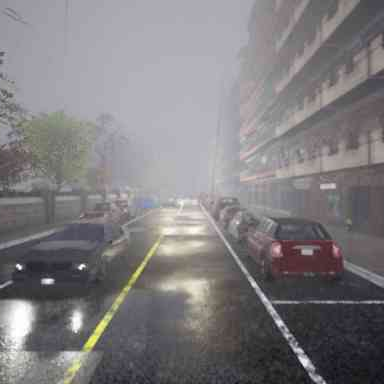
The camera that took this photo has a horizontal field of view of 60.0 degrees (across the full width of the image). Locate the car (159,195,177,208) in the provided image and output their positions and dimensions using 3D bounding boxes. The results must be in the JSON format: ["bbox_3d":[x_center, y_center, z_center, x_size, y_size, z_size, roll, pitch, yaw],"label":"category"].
[{"bbox_3d":[-3.077,1.502,46.262,2.033,1.411,5.357,0,0,0],"label":"car"}]

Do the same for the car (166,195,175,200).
[{"bbox_3d":[-5.674,1.530,88.539,1.947,1.339,4.313,0,0,0],"label":"car"}]

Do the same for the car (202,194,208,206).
[{"bbox_3d":[2.699,1.395,43.493,1.967,1.590,4.097,0,0,0],"label":"car"}]

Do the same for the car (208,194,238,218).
[{"bbox_3d":[2.697,1.281,26.603,2.192,1.841,5.009,0,0,0],"label":"car"}]

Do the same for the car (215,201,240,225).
[{"bbox_3d":[2.696,1.517,20.973,1.887,1.381,4.507,0,0,0],"label":"car"}]

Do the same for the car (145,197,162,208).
[{"bbox_3d":[-5.680,1.505,49.125,2.008,1.369,4.403,0,0,0],"label":"car"}]

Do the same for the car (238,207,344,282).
[{"bbox_3d":[2.694,1.426,9.713,1.967,1.590,4.097,0,0,0],"label":"car"}]

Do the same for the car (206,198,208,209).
[{"bbox_3d":[2.697,1.512,32.234,2.008,1.369,4.403,0,0,0],"label":"car"}]

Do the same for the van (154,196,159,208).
[{"bbox_3d":[-5.681,1.296,43.494,1.690,1.788,3.998,0,0,0],"label":"van"}]

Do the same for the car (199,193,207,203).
[{"bbox_3d":[2.701,1.269,54.753,2.192,1.841,5.009,0,0,0],"label":"car"}]

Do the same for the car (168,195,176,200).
[{"bbox_3d":[-5.674,1.547,94.169,1.802,1.307,4.206,0,0,0],"label":"car"}]

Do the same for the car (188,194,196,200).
[{"bbox_3d":[0.018,1.256,89.963,1.882,1.535,5.008,0,0,0],"label":"car"}]

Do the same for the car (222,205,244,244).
[{"bbox_3d":[2.694,1.529,15.343,2.008,1.369,4.403,0,0,0],"label":"car"}]

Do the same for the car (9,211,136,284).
[{"bbox_3d":[-3.083,1.533,9.801,2.033,1.411,5.357,0,0,0],"label":"car"}]

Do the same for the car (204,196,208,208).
[{"bbox_3d":[2.698,1.502,37.864,1.887,1.381,4.507,0,0,0],"label":"car"}]

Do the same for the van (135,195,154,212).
[{"bbox_3d":[-5.682,1.299,37.865,1.690,1.788,3.998,0,0,0],"label":"van"}]

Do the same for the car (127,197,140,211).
[{"bbox_3d":[-5.683,1.407,26.605,1.967,1.590,4.097,0,0,0],"label":"car"}]

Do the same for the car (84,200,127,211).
[{"bbox_3d":[-5.685,1.412,20.975,1.967,1.590,4.097,0,0,0],"label":"car"}]
